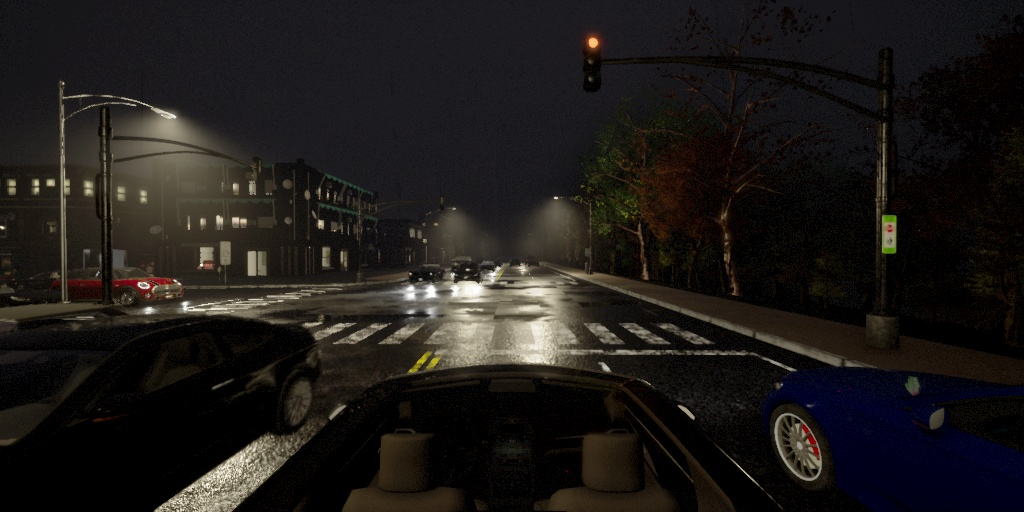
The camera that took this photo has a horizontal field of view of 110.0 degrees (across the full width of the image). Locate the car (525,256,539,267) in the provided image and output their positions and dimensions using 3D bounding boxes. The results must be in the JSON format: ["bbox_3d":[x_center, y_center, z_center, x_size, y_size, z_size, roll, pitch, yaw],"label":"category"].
[{"bbox_3d":[3.839,1.195,64.632,1.882,1.535,5.008,0,0,1],"label":"car"}]

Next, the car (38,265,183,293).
[{"bbox_3d":[-17.993,1.300,16.466,4.553,1.767,2.097,-1,1,0],"label":"car"}]

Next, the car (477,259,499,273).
[{"bbox_3d":[-3.022,1.331,44.155,1.895,1.301,4.718,0,0,0],"label":"car"}]

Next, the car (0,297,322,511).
[{"bbox_3d":[-3.345,1.275,2.813,1.812,1.442,4.674,0,0,0],"label":"car"}]

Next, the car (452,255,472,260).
[{"bbox_3d":[-6.261,0.950,45.412,2.150,2.045,5.566,0,0,0],"label":"car"}]

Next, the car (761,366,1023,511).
[{"bbox_3d":[3.354,1.276,1.567,1.812,1.442,4.674,0,0,1],"label":"car"}]

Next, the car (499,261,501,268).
[{"bbox_3d":[-2.862,1.284,60.496,1.994,1.385,4.181,0,0,1],"label":"car"}]

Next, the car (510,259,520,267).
[{"bbox_3d":[0.589,1.222,64.793,1.837,1.490,4.892,0,0,0],"label":"car"}]

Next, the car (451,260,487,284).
[{"bbox_3d":[-3.158,1.245,26.752,1.837,1.490,4.892,0,0,0],"label":"car"}]

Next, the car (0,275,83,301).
[{"bbox_3d":[-19.857,1.563,13.749,4.313,1.339,1.948,0,0,1],"label":"car"}]

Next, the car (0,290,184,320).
[{"bbox_3d":[-6.584,1.350,4.411,1.895,1.301,4.718,0,0,0],"label":"car"}]

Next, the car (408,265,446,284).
[{"bbox_3d":[-6.403,1.340,27.405,1.895,1.301,4.718,0,0,0],"label":"car"}]
